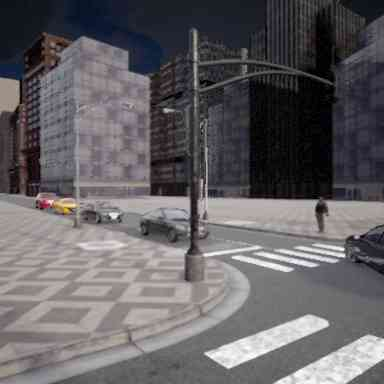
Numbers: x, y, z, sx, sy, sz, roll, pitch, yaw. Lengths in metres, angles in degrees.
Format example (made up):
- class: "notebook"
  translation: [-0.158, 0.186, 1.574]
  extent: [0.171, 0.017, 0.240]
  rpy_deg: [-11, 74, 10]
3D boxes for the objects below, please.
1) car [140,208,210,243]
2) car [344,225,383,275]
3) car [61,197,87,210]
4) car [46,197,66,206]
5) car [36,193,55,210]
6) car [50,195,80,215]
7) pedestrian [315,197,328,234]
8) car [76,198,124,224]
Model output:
- class: "car"
  translation: [-1.028, 1.524, 16.463]
  extent: [1.812, 1.442, 4.674]
  rpy_deg: [0, 0, -34]
- class: "car"
  translation: [5.740, 1.576, 8.861]
  extent: [2.033, 1.411, 5.357]
  rpy_deg: [0, 0, 9]
- class: "car"
  translation: [-15.395, 1.390, 43.309]
  extent: [2.128, 1.511, 4.902]
  rpy_deg: [0, 0, -33]
- class: "car"
  translation: [-21.223, 1.463, 51.856]
  extent: [1.895, 1.301, 4.718]
  rpy_deg: [0, 0, -34]
- class: "car"
  translation: [-18.244, 1.133, 42.004]
  extent: [2.150, 2.045, 5.566]
  rpy_deg: [0, 0, -34]
- class: "car"
  translation: [-12.463, 1.421, 33.369]
  extent: [1.882, 1.535, 5.008]
  rpy_deg: [0, 0, -34]
- class: "pedestrian"
  translation: [6.423, 1.121, 16.537]
  extent: [0.375, 1.860, 0.375]
  rpy_deg: [0, 0, -34]
- class: "car"
  translation: [-6.691, 1.463, 24.813]
  extent: [2.128, 1.511, 4.902]
  rpy_deg: [0, 0, -34]
